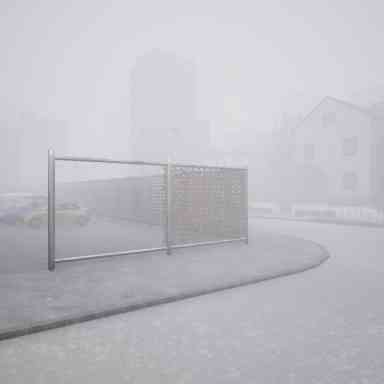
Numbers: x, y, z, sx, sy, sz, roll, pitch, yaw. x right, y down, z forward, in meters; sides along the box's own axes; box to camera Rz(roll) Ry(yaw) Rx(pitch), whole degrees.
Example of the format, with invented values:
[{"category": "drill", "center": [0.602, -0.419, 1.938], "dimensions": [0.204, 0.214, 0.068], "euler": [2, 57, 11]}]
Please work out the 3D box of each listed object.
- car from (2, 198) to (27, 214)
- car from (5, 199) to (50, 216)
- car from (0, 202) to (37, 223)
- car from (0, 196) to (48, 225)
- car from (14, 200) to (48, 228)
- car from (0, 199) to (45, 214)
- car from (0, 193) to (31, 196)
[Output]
[{"category": "car", "center": [-18.609, 1.403, 34.788], "dimensions": [1.789, 1.547, 3.705], "euler": [0, 0, -36]}, {"category": "car", "center": [-15.556, 1.413, 31.497], "dimensions": [3.633, 1.501, 1.845], "euler": [0, 0, -36]}, {"category": "car", "center": [-12.784, 1.451, 24.533], "dimensions": [2.207, 1.379, 1.481], "euler": [0, 0, -36]}, {"category": "car", "center": [-11.049, 1.348, 23.154], "dimensions": [4.611, 1.667, 2.242], "euler": [0, 0, -36]}, {"category": "car", "center": [-8.606, 1.416, 21.002], "dimensions": [4.193, 1.474, 1.816], "euler": [0, 0, -36]}, {"category": "car", "center": [-18.610, 1.474, 35.066], "dimensions": [5.357, 1.415, 2.033], "euler": [0, 0, -36]}, {"category": "car", "center": [-13.337, 1.242, 26.794], "dimensions": [3.866, 1.878, 1.905], "euler": [0, 0, -36]}]
